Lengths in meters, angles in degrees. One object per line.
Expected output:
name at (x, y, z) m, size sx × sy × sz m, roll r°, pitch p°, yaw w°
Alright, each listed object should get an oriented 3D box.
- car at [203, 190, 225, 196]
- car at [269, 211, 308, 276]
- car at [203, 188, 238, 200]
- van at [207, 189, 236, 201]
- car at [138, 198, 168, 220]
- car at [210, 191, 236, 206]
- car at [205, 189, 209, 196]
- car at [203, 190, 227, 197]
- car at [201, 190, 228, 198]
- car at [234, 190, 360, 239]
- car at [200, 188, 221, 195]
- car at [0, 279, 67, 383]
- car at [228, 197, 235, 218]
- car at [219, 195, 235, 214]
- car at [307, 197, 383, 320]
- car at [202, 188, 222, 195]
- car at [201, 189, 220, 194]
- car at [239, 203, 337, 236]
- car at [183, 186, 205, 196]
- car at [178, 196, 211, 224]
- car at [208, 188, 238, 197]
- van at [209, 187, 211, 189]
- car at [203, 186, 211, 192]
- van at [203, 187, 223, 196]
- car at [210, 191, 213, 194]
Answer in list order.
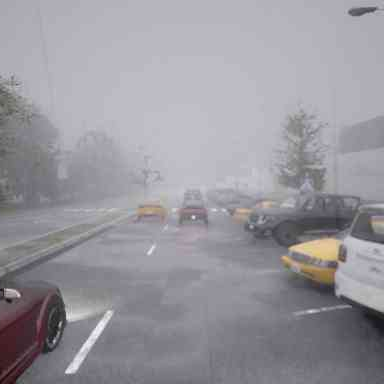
car at (5.070, 0.265, 77.433) m, size 4.674 × 1.452 × 2.002 m, roll 0°, pitch 1°, yaw -20°
car at (4.899, 1.419, 8.539) m, size 5.366 × 1.575 × 1.946 m, roll 1°, pitch 1°, yaw -20°
car at (5.104, 0.368, 59.535) m, size 5.566 × 2.045 × 2.435 m, roll 0°, pitch 1°, yaw -20°
van at (4.969, 0.444, 56.492) m, size 4.442 × 1.987 × 1.878 m, roll 0°, pitch 1°, yaw -20°
car at (-2.898, 1.180, 25.388) m, size 1.882 × 1.535 × 5.008 m, roll 0°, pitch 1°, yaw 0°
car at (5.047, 1.001, 38.612) m, size 4.792 × 1.488 × 2.163 m, roll 0°, pitch 1°, yaw -20°
car at (5.067, 0.771, 50.575) m, size 4.892 × 1.521 × 2.231 m, roll 0°, pitch 1°, yaw -20°
car at (5.101, 0.335, 74.462) m, size 4.792 × 1.488 × 2.163 m, roll 0°, pitch 1°, yaw -20°
car at (4.903, 0.371, 71.392) m, size 5.366 × 1.575 × 1.946 m, roll 0°, pitch 2°, yaw -20°
car at (5.049, 1.108, 14.589) m, size 5.566 × 2.045 × 2.435 m, roll 0°, pitch 1°, yaw -20°
car at (4.902, -0.129, 89.297) m, size 5.366 × 1.575 × 1.946 m, roll 0°, pitch 2°, yaw -20°
car at (-2.900, 1.542, 3.404) m, size 1.994 × 1.385 × 4.181 m, roll 0°, pitch 0°, yaw 0°
car at (5.243, 1.269, 20.685) m, size 5.366 × 1.575 × 1.946 m, roll 0°, pitch 1°, yaw -20°
car at (5.046, 1.202, 26.608) m, size 4.792 × 1.488 × 2.163 m, roll 0°, pitch 1°, yaw -20°
car at (5.099, 1.199, 5.609) m, size 5.566 × 2.045 × 2.435 m, roll 1°, pitch 0°, yaw -20°
car at (5.048, -0.068, 83.386) m, size 4.553 × 1.767 × 2.185 m, roll 0°, pitch 2°, yaw -20°
car at (5.102, -0.190, 92.358) m, size 4.792 × 1.488 × 2.163 m, roll 0°, pitch 2°, yaw -20°
car at (5.076, 1.355, 17.612) m, size 4.674 × 1.452 × 2.002 m, roll 0°, pitch 1°, yaw -20°
car at (0.103, 0.680, 40.070) m, size 2.150 × 2.045 × 5.566 m, roll 0°, pitch 1°, yaw 0°
car at (0.097, 1.254, 22.697) m, size 1.837 × 1.490 × 4.892 m, roll 0°, pitch 1°, yaw 0°
car at (5.045, 0.745, 44.600) m, size 4.553 × 1.767 × 2.185 m, roll 0°, pitch 1°, yaw -20°
van at (5.185, 0.596, 47.633) m, size 4.442 × 1.987 × 1.878 m, roll 0°, pitch 1°, yaw -20°
car at (5.052, 0.469, 53.539) m, size 5.566 × 2.045 × 2.435 m, roll 0°, pitch 1°, yaw -20°
van at (4.970, -0.080, 80.357) m, size 4.442 × 1.987 × 1.878 m, roll 0°, pitch 2°, yaw -20°
car at (5.068, 0.961, 41.630) m, size 4.674 × 1.452 × 2.002 m, roll 0°, pitch 1°, yaw -20°
